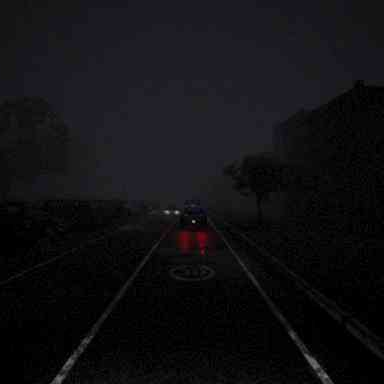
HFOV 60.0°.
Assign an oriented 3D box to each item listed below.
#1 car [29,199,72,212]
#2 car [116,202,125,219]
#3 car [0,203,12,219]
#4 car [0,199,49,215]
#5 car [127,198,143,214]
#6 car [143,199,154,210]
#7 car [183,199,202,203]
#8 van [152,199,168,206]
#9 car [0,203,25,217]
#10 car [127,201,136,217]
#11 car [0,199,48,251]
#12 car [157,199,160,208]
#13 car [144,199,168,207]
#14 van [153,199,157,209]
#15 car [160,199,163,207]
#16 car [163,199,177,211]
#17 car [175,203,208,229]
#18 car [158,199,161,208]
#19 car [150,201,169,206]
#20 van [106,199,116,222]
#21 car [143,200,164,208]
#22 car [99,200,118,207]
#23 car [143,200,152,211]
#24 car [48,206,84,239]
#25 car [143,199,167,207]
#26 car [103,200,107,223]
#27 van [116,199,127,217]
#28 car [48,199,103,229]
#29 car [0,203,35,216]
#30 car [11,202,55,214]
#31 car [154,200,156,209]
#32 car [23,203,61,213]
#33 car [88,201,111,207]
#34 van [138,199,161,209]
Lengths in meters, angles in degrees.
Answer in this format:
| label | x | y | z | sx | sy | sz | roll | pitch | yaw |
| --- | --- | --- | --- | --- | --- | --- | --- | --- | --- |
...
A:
| label | x | y | z | sx | sy | sz | roll | pitch | yaw |
| --- | --- | --- | --- | --- | --- | --- | --- | --- | --- |
| car | -21.900 | 2.056 | 51.555 | 5.566 | 2.045 | 2.435 | 0 | -1 | 0 |
| car | -8.827 | 1.881 | 29.365 | 4.892 | 1.521 | 2.231 | 0 | -1 | 0 |
| car | -21.910 | 1.982 | 34.845 | 5.008 | 1.535 | 2.097 | 0 | -1 | 0 |
| car | -21.894 | 1.886 | 43.201 | 5.566 | 2.045 | 2.435 | 0 | -1 | 0 |
| car | -8.867 | 1.783 | 37.778 | 5.566 | 2.045 | 2.435 | 0 | -1 | 0 |
| car | -9.035 | 2.308 | 51.784 | 5.366 | 1.575 | 1.946 | 0 | -1 | 0 |
| car | 0.110 | 1.848 | 41.018 | 2.150 | 2.045 | 5.566 | 0 | -1 | 0 |
| van | -9.000 | 2.993 | 93.828 | 4.442 | 1.987 | 1.878 | 0 | -1 | 0 |
| car | -21.888 | 2.063 | 37.629 | 4.792 | 1.488 | 2.163 | 0 | -1 | 0 |
| car | -8.831 | 1.983 | 34.970 | 5.008 | 1.535 | 2.097 | 0 | -1 | 0 |
| car | -8.867 | 1.347 | 12.553 | 5.566 | 2.045 | 2.435 | 0 | -1 | 0 |
| car | -8.827 | 2.522 | 60.191 | 4.792 | 1.488 | 2.163 | 0 | -1 | 0 |
| car | -8.846 | 2.726 | 82.618 | 5.566 | 2.045 | 2.435 | 0 | -1 | 0 |
| van | -8.737 | 2.206 | 57.394 | 4.442 | 1.987 | 1.878 | 0 | -1 | 0 |
| car | -8.855 | 2.613 | 65.797 | 5.008 | 1.535 | 2.097 | 0 | -1 | 0 |
| car | -3.280 | 2.414 | 56.280 | 1.882 | 1.535 | 5.008 | 0 | -1 | 0 |
| car | 0.114 | 1.814 | 24.472 | 2.128 | 1.511 | 4.902 | 0 | -1 | 0 |
| car | -8.829 | 2.583 | 62.994 | 4.792 | 1.488 | 2.163 | 0 | -1 | 0 |
| car | -8.875 | 3.160 | 91.020 | 4.892 | 1.521 | 2.231 | 0 | -1 | 0 |
| van | -8.716 | 1.603 | 26.566 | 4.442 | 1.987 | 1.878 | 0 | -1 | 0 |
| car | -8.839 | 2.730 | 77.010 | 4.553 | 1.767 | 2.185 | 0 | -1 | 0 |
| car | -21.989 | 2.964 | 87.756 | 4.553 | 1.767 | 2.185 | 0 | -1 | 0 |
| car | -8.842 | 2.251 | 48.984 | 5.008 | 1.535 | 2.097 | 0 | -1 | 0 |
| car | -8.840 | 1.682 | 18.153 | 4.892 | 1.521 | 2.231 | 0 | -1 | 0 |
| car | -8.844 | 2.665 | 79.816 | 5.566 | 2.045 | 2.435 | 0 | -1 | 0 |
| car | -8.800 | 1.651 | 23.760 | 4.553 | 1.767 | 2.185 | 0 | -1 | 0 |
| van | -8.950 | 1.705 | 32.171 | 4.442 | 1.987 | 1.878 | 0 | -1 | 0 |
| car | -8.861 | 1.477 | 20.962 | 5.566 | 2.045 | 2.435 | 0 | -1 | 0 |
| car | -21.949 | 2.114 | 40.413 | 4.792 | 1.488 | 2.163 | 0 | -1 | 0 |
| car | -21.919 | 2.193 | 45.982 | 5.008 | 1.535 | 2.097 | 0 | -1 | 0 |
| car | -8.881 | 2.401 | 54.586 | 4.792 | 1.488 | 2.163 | 0 | -1 | 0 |
| car | -21.924 | 2.286 | 48.642 | 4.674 | 1.452 | 2.002 | 0 | -1 | 0 |
| car | -21.957 | 2.910 | 79.428 | 4.892 | 1.521 | 2.231 | 0 | -1 | 0 |
| van | -8.746 | 2.448 | 68.605 | 4.442 | 1.987 | 1.878 | 0 | -1 | 0 |
